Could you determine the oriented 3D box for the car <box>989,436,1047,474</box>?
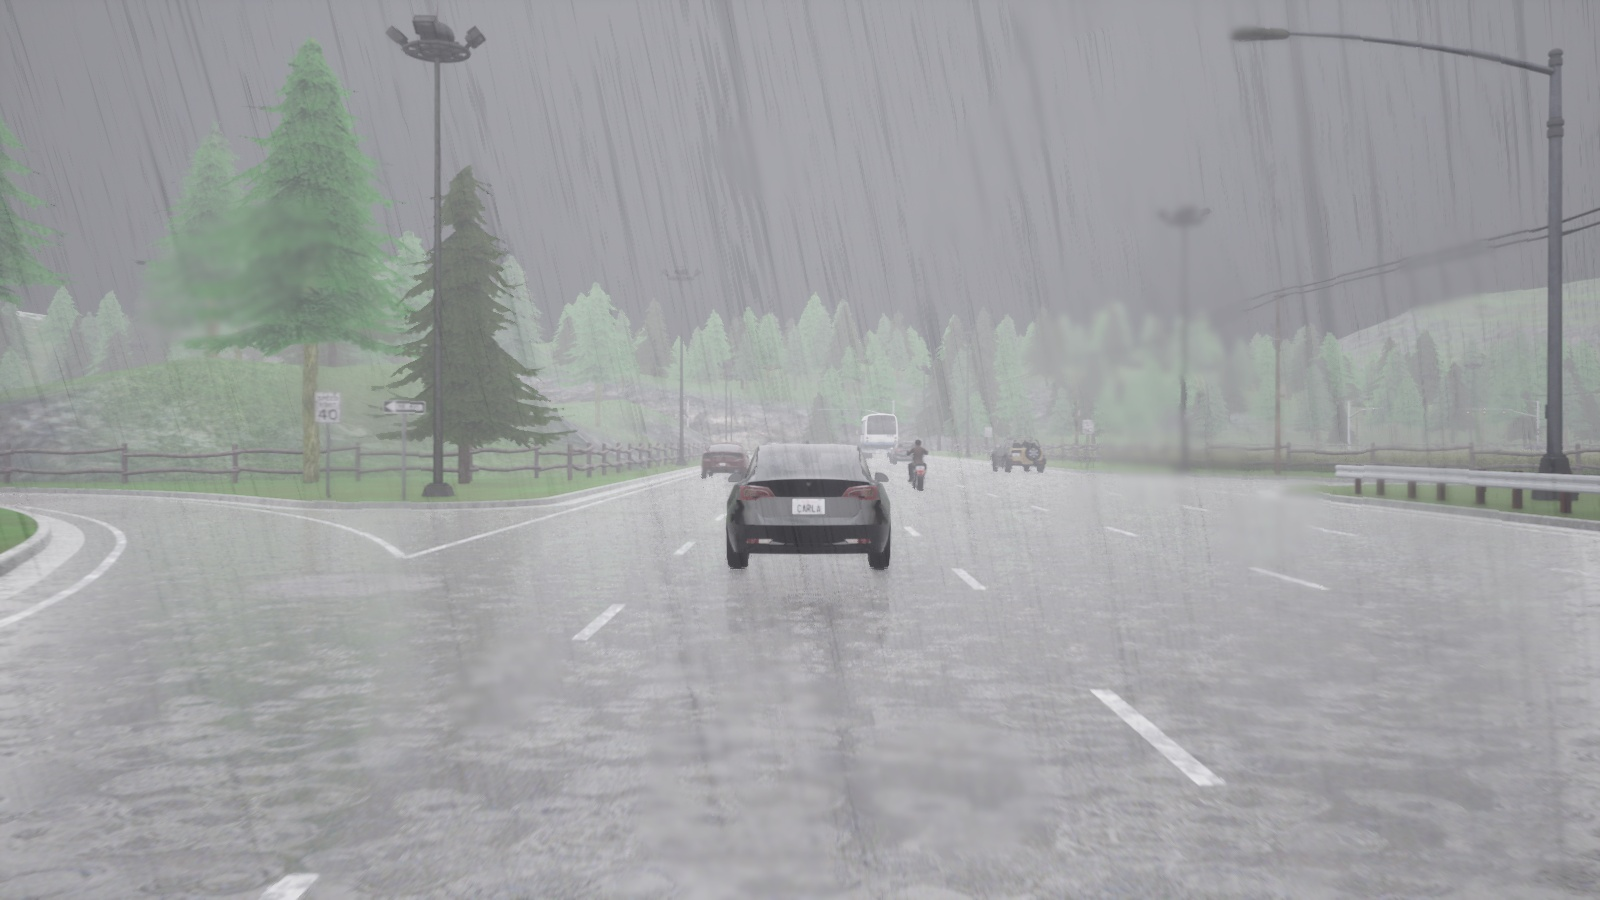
[{"bbox_3d":[10.917,0.216,63.184,1.932,1.855,4.605,0,1,-3],"label":"car"}]

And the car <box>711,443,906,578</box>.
[{"bbox_3d":[0.107,0.655,16.304,2.163,1.488,4.792,0,0,0],"label":"car"}]

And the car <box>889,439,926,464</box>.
[{"bbox_3d":[7.515,0.098,88.509,2.242,1.667,4.611,0,0,0],"label":"car"}]

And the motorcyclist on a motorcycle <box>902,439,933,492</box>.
[{"bbox_3d":[3.742,0.473,40.209,0.766,1.649,2.350,0,0,0],"label":"motorcyclist on a motorcycle"}]

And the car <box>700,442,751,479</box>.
[{"bbox_3d":[-3.177,0.414,54.580,1.882,1.535,5.008,0,0,0],"label":"car"}]
